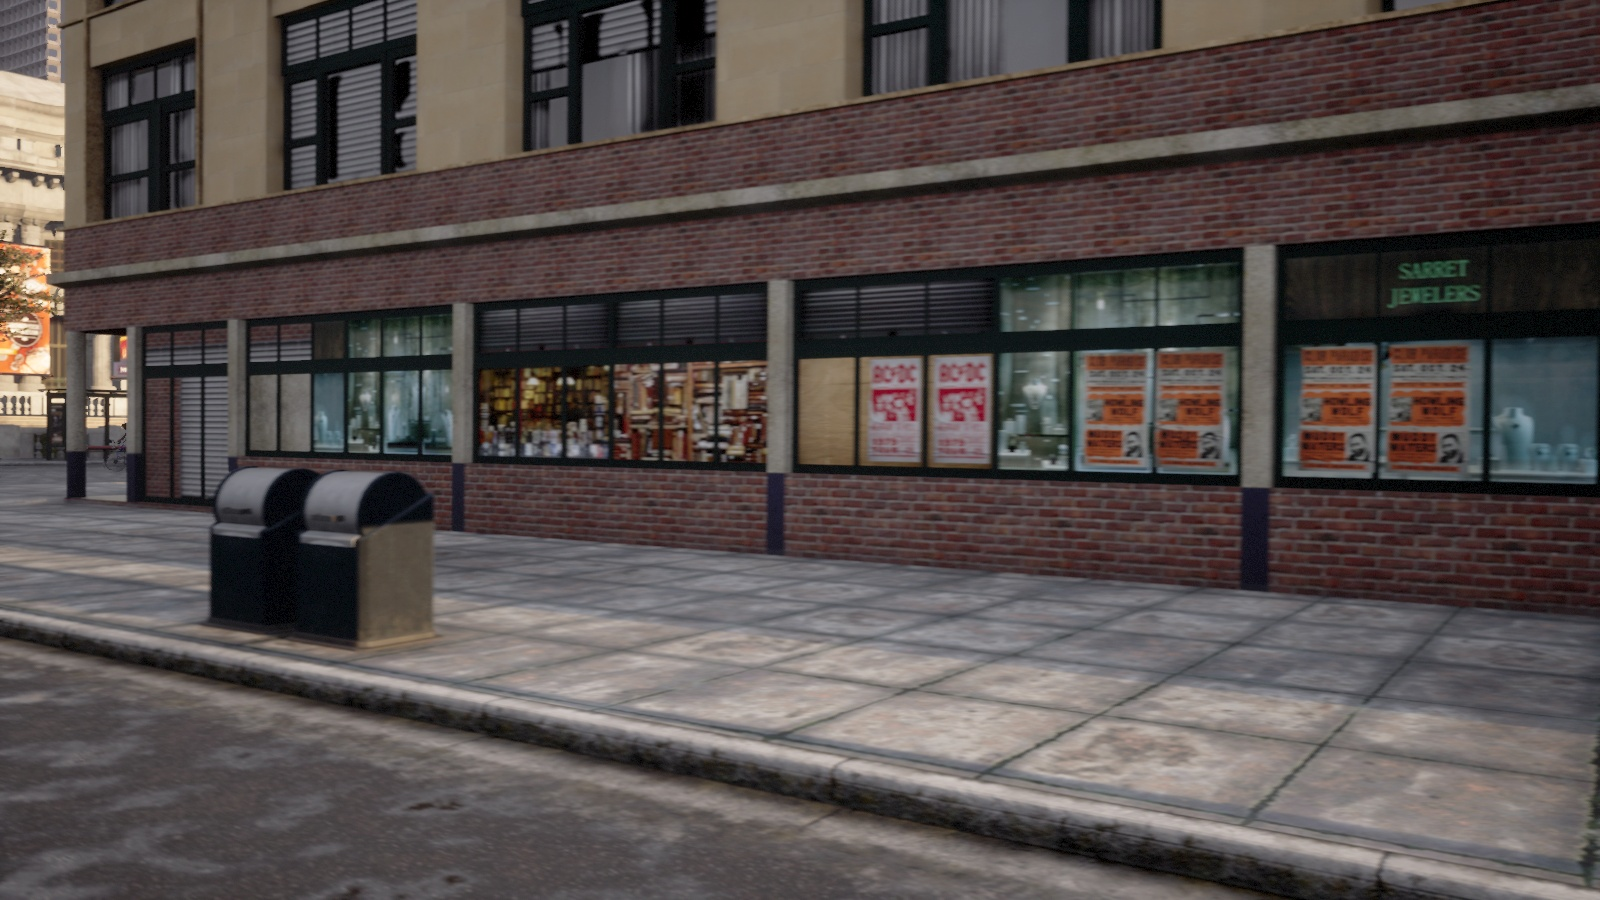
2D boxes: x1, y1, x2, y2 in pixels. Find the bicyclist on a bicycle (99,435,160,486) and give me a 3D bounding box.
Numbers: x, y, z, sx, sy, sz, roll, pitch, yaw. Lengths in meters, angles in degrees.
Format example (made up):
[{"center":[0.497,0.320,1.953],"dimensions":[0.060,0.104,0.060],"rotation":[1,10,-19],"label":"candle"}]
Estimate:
[{"center":[-22.098,0.319,41.399],"dimensions":[0.582,1.620,1.656],"rotation":[0,1,34],"label":"bicyclist on a bicycle"}]
